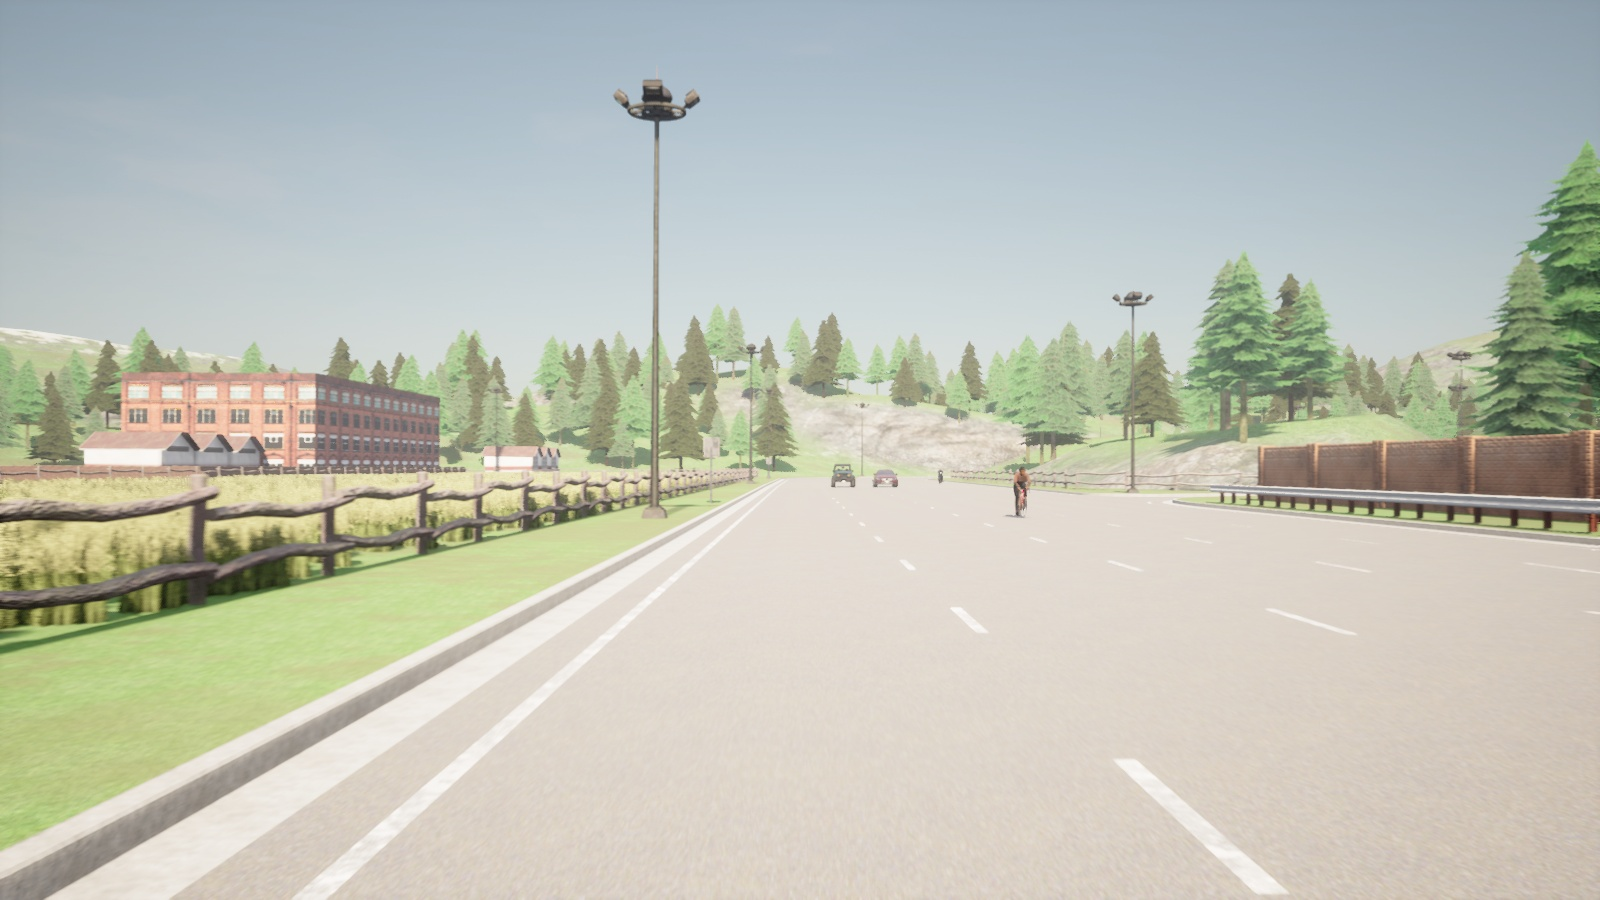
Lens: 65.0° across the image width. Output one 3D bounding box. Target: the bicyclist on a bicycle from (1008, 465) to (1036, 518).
[{"bbox_3d":[7.005,1.302,39.629,0.582,1.620,1.656,0,0,0],"label":"bicyclist on a bicycle"}]
